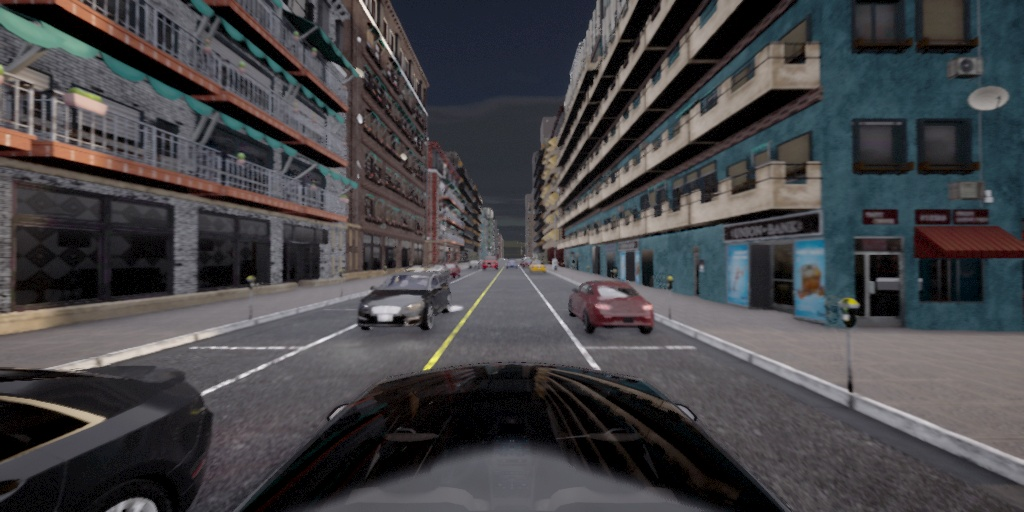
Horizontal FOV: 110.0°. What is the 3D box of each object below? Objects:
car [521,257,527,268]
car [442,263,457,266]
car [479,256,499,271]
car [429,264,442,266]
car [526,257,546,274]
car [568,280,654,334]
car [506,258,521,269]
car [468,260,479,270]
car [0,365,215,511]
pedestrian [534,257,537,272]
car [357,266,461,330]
[{"bbox_3d":[2.691,1.217,60.093,1.967,1.591,4.097,0,0,0],"label":"car"},{"bbox_3d":[-5.690,1.310,26.966,2.007,1.370,4.403,0,0,0],"label":"car"},{"bbox_3d":[-3.074,0.994,51.305,2.150,2.045,5.566,0,0,0],"label":"car"},{"bbox_3d":[-5.690,1.283,21.273,1.751,1.417,4.829,0,0,0],"label":"car"},{"bbox_3d":[2.999,1.222,42.344,1.801,1.575,5.366,0,0,0],"label":"car"},{"bbox_3d":[2.692,1.335,10.382,1.802,1.307,4.207,0,0,0],"label":"car"},{"bbox_3d":[0.000,1.322,56.485,2.033,1.411,5.357,0,0,0],"label":"car"},{"bbox_3d":[-5.691,1.324,54.583,2.007,1.370,4.403,0,0,0],"label":"car"},{"bbox_3d":[-3.097,1.256,0.583,1.837,1.490,4.892,0,0,0],"label":"car"},{"bbox_3d":[2.999,1.062,45.346,0.375,1.860,0.375,1,-1,0],"label":"pedestrian"},{"bbox_3d":[-3.089,1.245,11.176,2.128,1.511,4.902,0,0,0],"label":"car"}]
